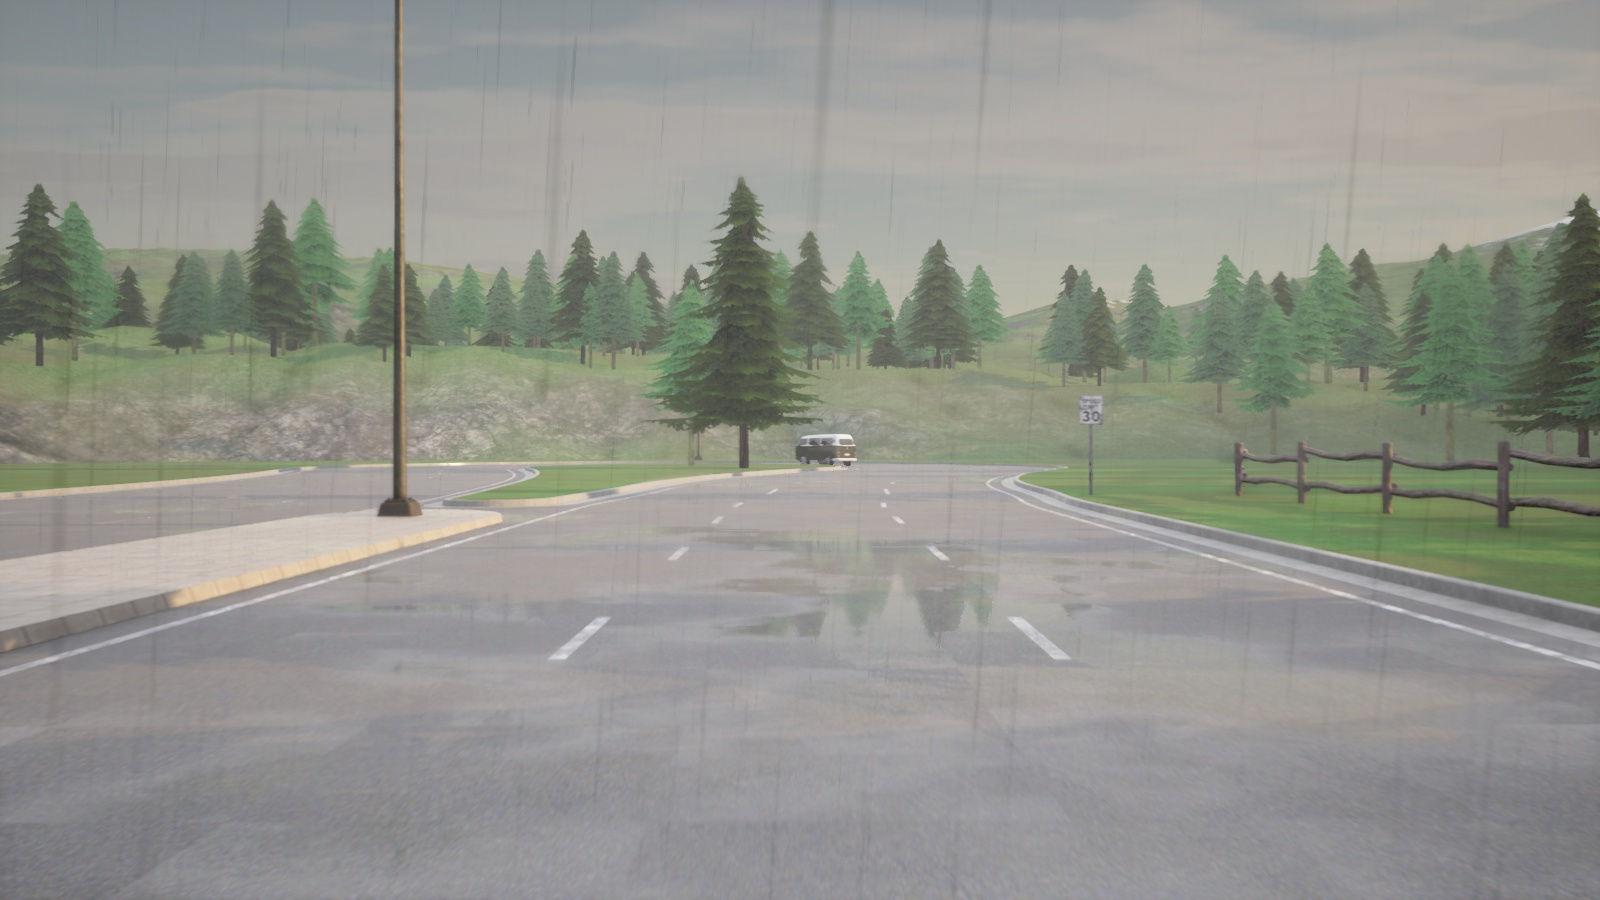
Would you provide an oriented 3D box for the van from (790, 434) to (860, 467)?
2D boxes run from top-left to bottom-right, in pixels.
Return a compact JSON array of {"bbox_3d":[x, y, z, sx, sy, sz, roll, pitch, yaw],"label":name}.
[{"bbox_3d":[1.550,0.018,80.386,2.069,2.038,4.480,1,0,-39],"label":"van"}]
